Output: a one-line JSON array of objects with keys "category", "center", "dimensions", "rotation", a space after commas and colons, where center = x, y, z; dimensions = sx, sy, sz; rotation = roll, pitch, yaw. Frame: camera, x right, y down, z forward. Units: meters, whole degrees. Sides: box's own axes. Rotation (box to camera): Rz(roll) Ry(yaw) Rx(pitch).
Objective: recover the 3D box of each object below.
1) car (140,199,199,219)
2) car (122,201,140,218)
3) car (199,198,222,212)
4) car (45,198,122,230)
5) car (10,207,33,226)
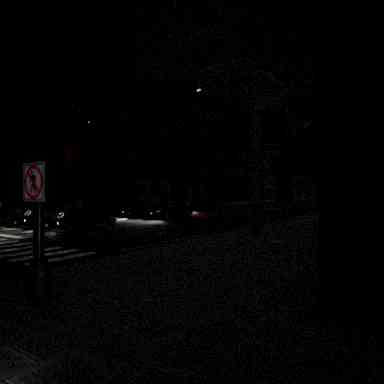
[{"category": "car", "center": [-1.793, 1.413, 27.903], "dimensions": [1.837, 1.490, 4.892], "rotation": [0, 0, 35]}, {"category": "car", "center": [-4.663, 1.480, 29.487], "dimensions": [1.994, 1.385, 4.181], "rotation": [0, 0, 35]}, {"category": "car", "center": [1.383, 1.419, 38.017], "dimensions": [2.033, 1.411, 5.357], "rotation": [0, 0, 36]}, {"category": "car", "center": [-6.929, 1.298, 20.648], "dimensions": [2.097, 1.767, 4.553], "rotation": [0, 0, 35]}, {"category": "car", "center": [-9.653, 1.304, 22.428], "dimensions": [2.097, 1.767, 4.553], "rotation": [0, 0, 35]}]
